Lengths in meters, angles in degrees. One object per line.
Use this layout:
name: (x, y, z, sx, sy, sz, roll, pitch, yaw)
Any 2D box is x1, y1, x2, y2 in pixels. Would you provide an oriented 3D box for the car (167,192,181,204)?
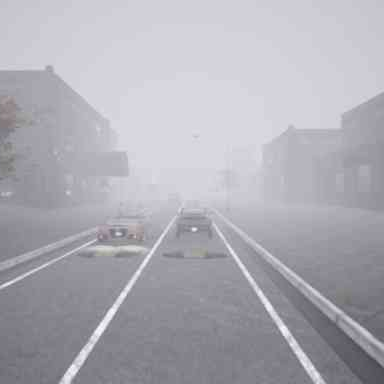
car: (-3.016, 1.047, 57.366, 2.150, 2.045, 5.566, 0, 1, 1)

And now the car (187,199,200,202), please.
car: (0.111, 1.487, 36.507, 2.033, 1.411, 5.357, 0, 0, 0)

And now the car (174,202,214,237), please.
car: (0.106, 1.496, 18.084, 1.837, 1.490, 4.892, 0, 0, 0)

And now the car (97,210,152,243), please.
car: (-3.091, 1.557, 15.913, 1.994, 1.385, 4.181, 0, 0, 0)
